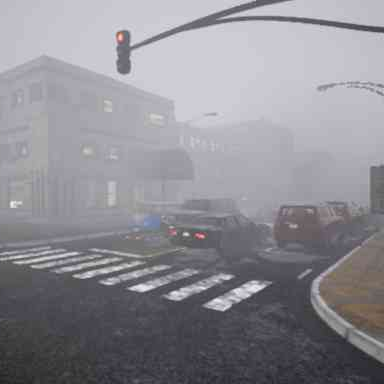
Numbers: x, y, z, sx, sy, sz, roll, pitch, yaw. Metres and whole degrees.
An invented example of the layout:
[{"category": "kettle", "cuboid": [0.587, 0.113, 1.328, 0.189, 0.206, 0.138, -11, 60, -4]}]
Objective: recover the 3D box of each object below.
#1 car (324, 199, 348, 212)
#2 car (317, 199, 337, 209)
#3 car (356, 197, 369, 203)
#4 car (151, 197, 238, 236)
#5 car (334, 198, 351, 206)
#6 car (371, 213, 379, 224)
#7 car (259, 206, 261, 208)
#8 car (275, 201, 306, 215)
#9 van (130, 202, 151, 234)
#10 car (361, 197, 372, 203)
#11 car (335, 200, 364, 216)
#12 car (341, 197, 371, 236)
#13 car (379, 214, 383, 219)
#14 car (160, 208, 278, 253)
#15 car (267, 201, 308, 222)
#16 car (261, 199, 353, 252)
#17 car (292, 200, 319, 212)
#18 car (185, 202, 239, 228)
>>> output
[{"category": "car", "cuboid": [18.785, 1.691, 43.345, 1.837, 1.490, 4.892, -1, -1, 36]}, {"category": "car", "cuboid": [20.580, 1.753, 50.482, 1.752, 1.417, 4.829, -1, -1, 35]}, {"category": "car", "cuboid": [39.866, 1.906, 77.647, 2.008, 1.369, 4.403, -1, -1, 35]}, {"category": "car", "cuboid": [0.622, 1.311, 17.896, 2.150, 2.045, 5.566, -1, 0, 35]}, {"category": "car", "cuboid": [27.075, 1.820, 59.630, 2.008, 1.369, 4.403, -1, -1, 35]}, {"category": "car", "cuboid": [11.524, 1.620, 23.250, 1.887, 1.381, 4.507, -1, -1, 35]}, {"category": "car", "cuboid": [7.887, 1.594, 32.605, 1.967, 1.590, 4.097, -1, -1, 35]}, {"category": "car", "cuboid": [11.085, 1.722, 37.108, 2.008, 1.369, 4.403, -1, -1, 35]}, {"category": "van", "cuboid": [-1.707, 1.449, 19.092, 1.690, 1.788, 3.998, -1, -1, 35]}, {"category": "car", "cuboid": [43.064, 1.923, 82.151, 1.887, 1.381, 4.507, -1, -1, 35]}, {"category": "car", "cuboid": [16.509, 1.610, 34.743, 1.882, 1.535, 5.008, -1, 0, 35]}, {"category": "car", "cuboid": [8.325, 1.375, 18.748, 2.192, 1.841, 5.009, -1, -1, 35]}, {"category": "car", "cuboid": [14.723, 1.657, 27.755, 1.947, 1.339, 4.313, -1, -1, 35]}, {"category": "car", "cuboid": [1.393, 1.609, 14.084, 2.033, 1.411, 5.357, -1, -1, 40]}, {"category": "car", "cuboid": [8.343, 1.604, 28.762, 1.882, 1.535, 5.008, -1, -1, 35]}, {"category": "car", "cuboid": [5.127, 1.360, 14.244, 2.192, 1.841, 5.009, -1, -1, 35]}, {"category": "car", "cuboid": [14.283, 1.740, 41.612, 2.008, 1.369, 4.403, -1, -1, 35]}, {"category": "car", "cuboid": [1.491, 1.562, 23.596, 1.967, 1.590, 4.097, -1, -1, 35]}]
